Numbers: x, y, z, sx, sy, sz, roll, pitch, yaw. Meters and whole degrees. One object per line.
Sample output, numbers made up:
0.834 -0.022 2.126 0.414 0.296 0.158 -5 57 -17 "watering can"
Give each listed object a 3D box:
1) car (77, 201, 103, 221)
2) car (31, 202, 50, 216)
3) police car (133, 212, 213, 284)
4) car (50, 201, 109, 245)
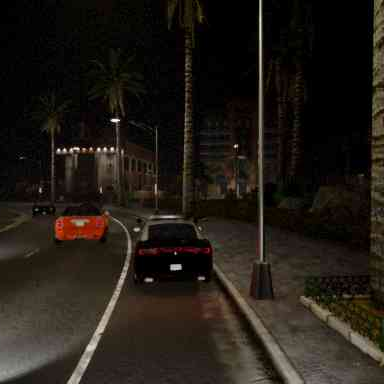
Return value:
-8.651 1.519 27.941 1.812 1.442 4.674 0 0 -21 "car"
-14.288 1.589 31.851 1.895 1.301 4.718 0 0 -27 "car"
-0.678 1.424 9.770 1.930 1.638 5.238 0 0 -7 "police car"
-5.082 1.348 15.874 2.097 1.767 4.553 0 0 -12 "car"
